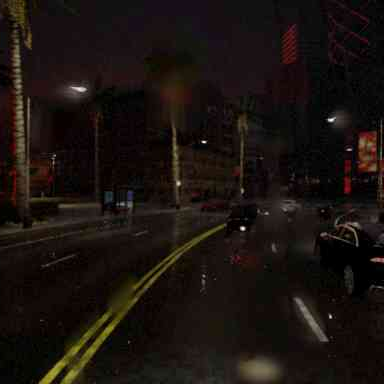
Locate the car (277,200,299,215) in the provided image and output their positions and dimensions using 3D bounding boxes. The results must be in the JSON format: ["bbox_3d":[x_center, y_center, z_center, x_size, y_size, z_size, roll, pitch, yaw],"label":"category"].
[{"bbox_3d":[10.293,1.549,34.944,1.812,1.442,4.674,0,0,29],"label":"car"}]

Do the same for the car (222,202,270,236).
[{"bbox_3d":[3.138,1.508,18.466,1.837,1.490,4.892,0,0,16],"label":"car"}]

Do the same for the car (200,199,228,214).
[{"bbox_3d":[2.549,1.469,35.863,1.882,1.535,5.008,0,0,28],"label":"car"}]

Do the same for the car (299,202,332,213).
[{"bbox_3d":[11.101,1.577,29.191,2.033,1.411,5.357,0,0,27],"label":"car"}]

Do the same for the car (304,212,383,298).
[{"bbox_3d":[4.480,1.505,8.426,2.128,1.511,4.902,0,0,8],"label":"car"}]

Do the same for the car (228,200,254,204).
[{"bbox_3d":[5.650,1.569,34.252,1.994,1.385,4.181,0,0,28],"label":"car"}]
